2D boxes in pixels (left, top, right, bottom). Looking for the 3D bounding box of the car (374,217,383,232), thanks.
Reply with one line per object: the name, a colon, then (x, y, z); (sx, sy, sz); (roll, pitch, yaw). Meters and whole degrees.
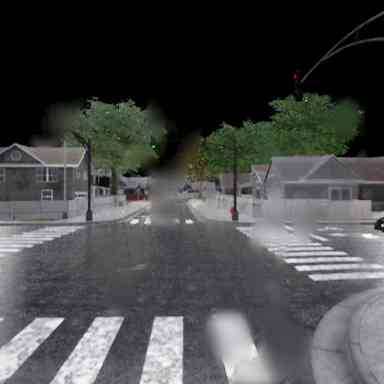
car: (11.589, 1.499, 16.786); (4.181, 1.385, 1.994); (0, 0, -1)
